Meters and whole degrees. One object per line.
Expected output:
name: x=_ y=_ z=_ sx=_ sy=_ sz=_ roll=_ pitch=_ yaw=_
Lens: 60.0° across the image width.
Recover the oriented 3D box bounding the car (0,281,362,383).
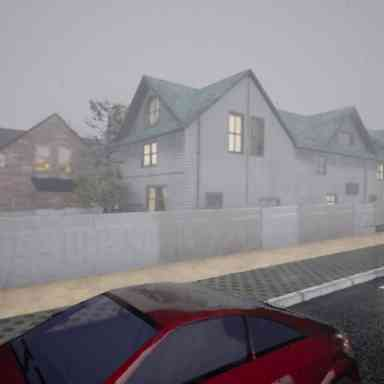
car: x=-0.429 y=1.577 z=2.759 sx=4.181 sy=1.385 sz=1.994 roll=0 pitch=0 yaw=-36
